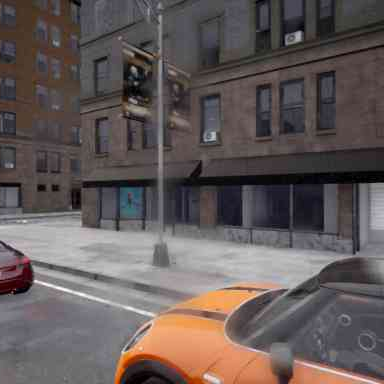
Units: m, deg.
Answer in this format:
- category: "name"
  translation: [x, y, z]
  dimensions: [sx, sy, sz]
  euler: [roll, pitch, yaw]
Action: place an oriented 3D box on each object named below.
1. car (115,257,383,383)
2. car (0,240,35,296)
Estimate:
- category: "car"
  translation: [1.486, 1.352, 2.627]
  dimensions: [4.553, 1.767, 2.097]
  euler: [0, 0, 35]
- category: "car"
  translation: [-5.456, 1.563, 7.558]
  dimensions: [4.181, 1.385, 1.994]
  euler: [0, 0, 36]
